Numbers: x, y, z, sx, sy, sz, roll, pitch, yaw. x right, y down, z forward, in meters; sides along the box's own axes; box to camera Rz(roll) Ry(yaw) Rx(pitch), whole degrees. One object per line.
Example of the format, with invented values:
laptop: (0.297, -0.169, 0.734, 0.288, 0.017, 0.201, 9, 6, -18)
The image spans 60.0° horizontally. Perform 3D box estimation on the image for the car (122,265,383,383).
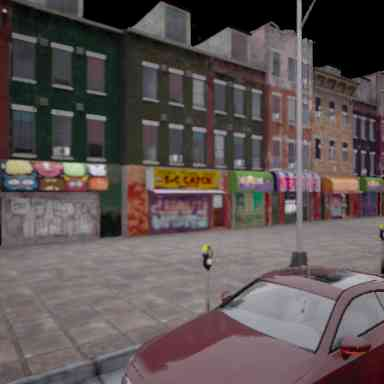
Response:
car: (1.302, 1.584, 3.742, 4.206, 1.307, 1.802, 0, 0, -36)
